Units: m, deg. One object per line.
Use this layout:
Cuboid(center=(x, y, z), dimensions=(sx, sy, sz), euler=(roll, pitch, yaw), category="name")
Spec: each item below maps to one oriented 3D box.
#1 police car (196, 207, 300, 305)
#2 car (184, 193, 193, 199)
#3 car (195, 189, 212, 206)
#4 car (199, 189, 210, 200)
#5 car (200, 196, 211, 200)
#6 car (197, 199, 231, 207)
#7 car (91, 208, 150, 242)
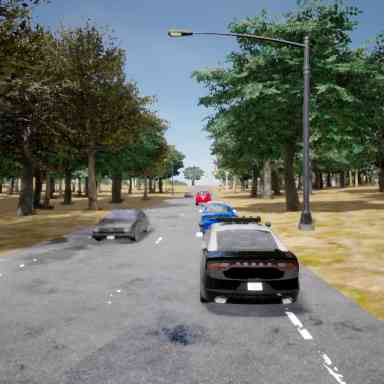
Cuboid(center=(1.129, 1.409, 8.303), dimensions=(1.930, 1.638, 5.238), euler=(0, 0, 1), category="police car")
Cuboid(center=(-0.772, 0.767, 71.716), dimensions=(1.895, 1.301, 4.718), euler=(0, 1, 3), category="car")
Cuboid(center=(1.624, 0.805, 46.168), dimensions=(2.150, 2.045, 5.566), euler=(0, 1, 3), category="car")
Cuboid(center=(2.500, 0.466, 67.364), dimensions=(2.150, 2.045, 5.566), euler=(0, 1, 3), category="car")
Cuboid(center=(1.673, 1.315, 24.300), dimensions=(1.801, 1.575, 5.366), euler=(0, 1, 3), category="car")
Cuboid(center=(1.408, 1.401, 18.132), dimensions=(1.882, 1.535, 5.008), euler=(0, 1, 2), category="car")
Cuboid(center=(-3.287, 1.487, 16.457), dimensions=(2.033, 1.411, 5.357), euler=(0, 0, 2), category="car")
